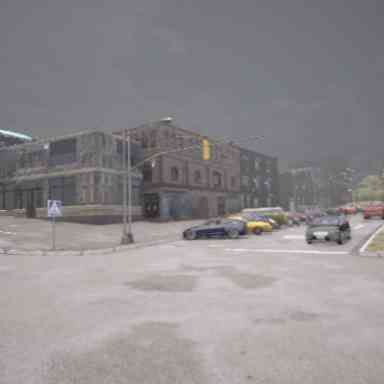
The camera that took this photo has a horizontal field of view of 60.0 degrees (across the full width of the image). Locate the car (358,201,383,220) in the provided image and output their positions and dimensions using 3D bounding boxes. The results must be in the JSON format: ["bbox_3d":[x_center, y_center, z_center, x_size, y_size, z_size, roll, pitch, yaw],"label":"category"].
[{"bbox_3d":[22.077,2.209,40.101,2.150,2.045,5.566,-5,-4,35],"label":"car"}]

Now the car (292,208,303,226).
[{"bbox_3d":[8.461,2.821,34.100,4.892,1.521,2.231,-4,-4,14],"label":"car"}]

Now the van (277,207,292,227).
[{"bbox_3d":[6.877,2.535,31.582,4.442,1.987,1.878,-4,-4,13],"label":"van"}]

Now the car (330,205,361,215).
[{"bbox_3d":[28.036,3.306,60.945,4.892,1.521,2.231,-4,-3,18],"label":"car"}]

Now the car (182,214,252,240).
[{"bbox_3d":[1.671,2.655,24.158,4.792,1.488,2.163,-4,-3,12],"label":"car"}]

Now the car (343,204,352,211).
[{"bbox_3d":[22.522,3.187,53.749,5.008,1.535,2.097,-4,-3,17],"label":"car"}]

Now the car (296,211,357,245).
[{"bbox_3d":[7.886,2.103,19.115,2.128,1.511,4.902,-4,-3,33],"label":"car"}]

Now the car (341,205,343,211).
[{"bbox_3d":[18.914,3.103,48.908,5.008,1.535,2.097,-4,-4,16],"label":"car"}]

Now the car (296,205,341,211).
[{"bbox_3d":[17.154,2.806,46.474,5.566,2.045,2.435,-4,-4,15],"label":"car"}]

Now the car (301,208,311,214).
[{"bbox_3d":[10.176,2.909,36.582,4.674,1.452,2.002,-4,-3,14],"label":"car"}]

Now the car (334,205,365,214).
[{"bbox_3d":[29.876,3.343,63.338,5.008,1.535,2.097,-4,-4,18],"label":"car"}]

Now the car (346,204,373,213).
[{"bbox_3d":[35.468,3.480,70.423,4.792,1.488,2.163,-4,-3,18],"label":"car"}]

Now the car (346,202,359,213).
[{"bbox_3d":[26.191,3.140,58.557,4.553,1.767,2.185,-4,-3,17],"label":"car"}]

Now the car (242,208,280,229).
[{"bbox_3d":[5.064,2.592,29.096,4.553,1.767,2.185,-4,-4,13],"label":"car"}]

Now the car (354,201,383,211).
[{"bbox_3d":[41.088,3.302,77.488,5.566,2.045,2.435,-5,-3,18],"label":"car"}]

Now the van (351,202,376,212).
[{"bbox_3d":[37.473,3.249,72.753,4.442,1.987,1.878,-4,-4,18],"label":"van"}]

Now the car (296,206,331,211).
[{"bbox_3d":[15.378,3.052,44.001,4.674,1.452,2.002,-4,-3,15],"label":"car"}]

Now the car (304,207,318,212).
[{"bbox_3d":[11.893,2.958,39.073,4.674,1.452,2.002,-4,-4,14],"label":"car"}]

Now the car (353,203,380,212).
[{"bbox_3d":[39.250,3.517,75.124,5.008,1.535,2.097,-4,-4,18],"label":"car"}]

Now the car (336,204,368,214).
[{"bbox_3d":[31.570,3.389,65.752,5.366,1.575,1.946,-4,-3,18],"label":"car"}]

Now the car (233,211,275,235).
[{"bbox_3d":[3.623,2.646,26.516,5.366,1.575,1.946,-4,-4,13],"label":"car"}]
